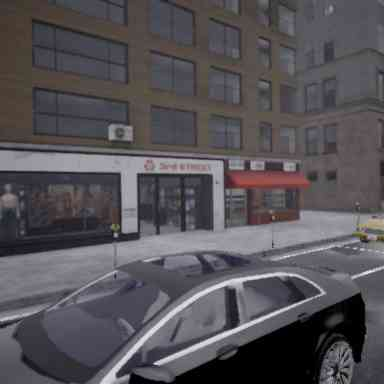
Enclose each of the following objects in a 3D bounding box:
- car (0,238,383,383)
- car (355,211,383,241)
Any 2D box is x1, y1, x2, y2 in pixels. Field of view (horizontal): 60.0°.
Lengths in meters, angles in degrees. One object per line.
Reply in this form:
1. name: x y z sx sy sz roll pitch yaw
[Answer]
1. car: -0.204 1.447 3.248 4.902 1.511 2.128 -2 1 -36
2. car: 8.016 1.144 12.627 4.829 1.417 1.752 -2 2 -36
